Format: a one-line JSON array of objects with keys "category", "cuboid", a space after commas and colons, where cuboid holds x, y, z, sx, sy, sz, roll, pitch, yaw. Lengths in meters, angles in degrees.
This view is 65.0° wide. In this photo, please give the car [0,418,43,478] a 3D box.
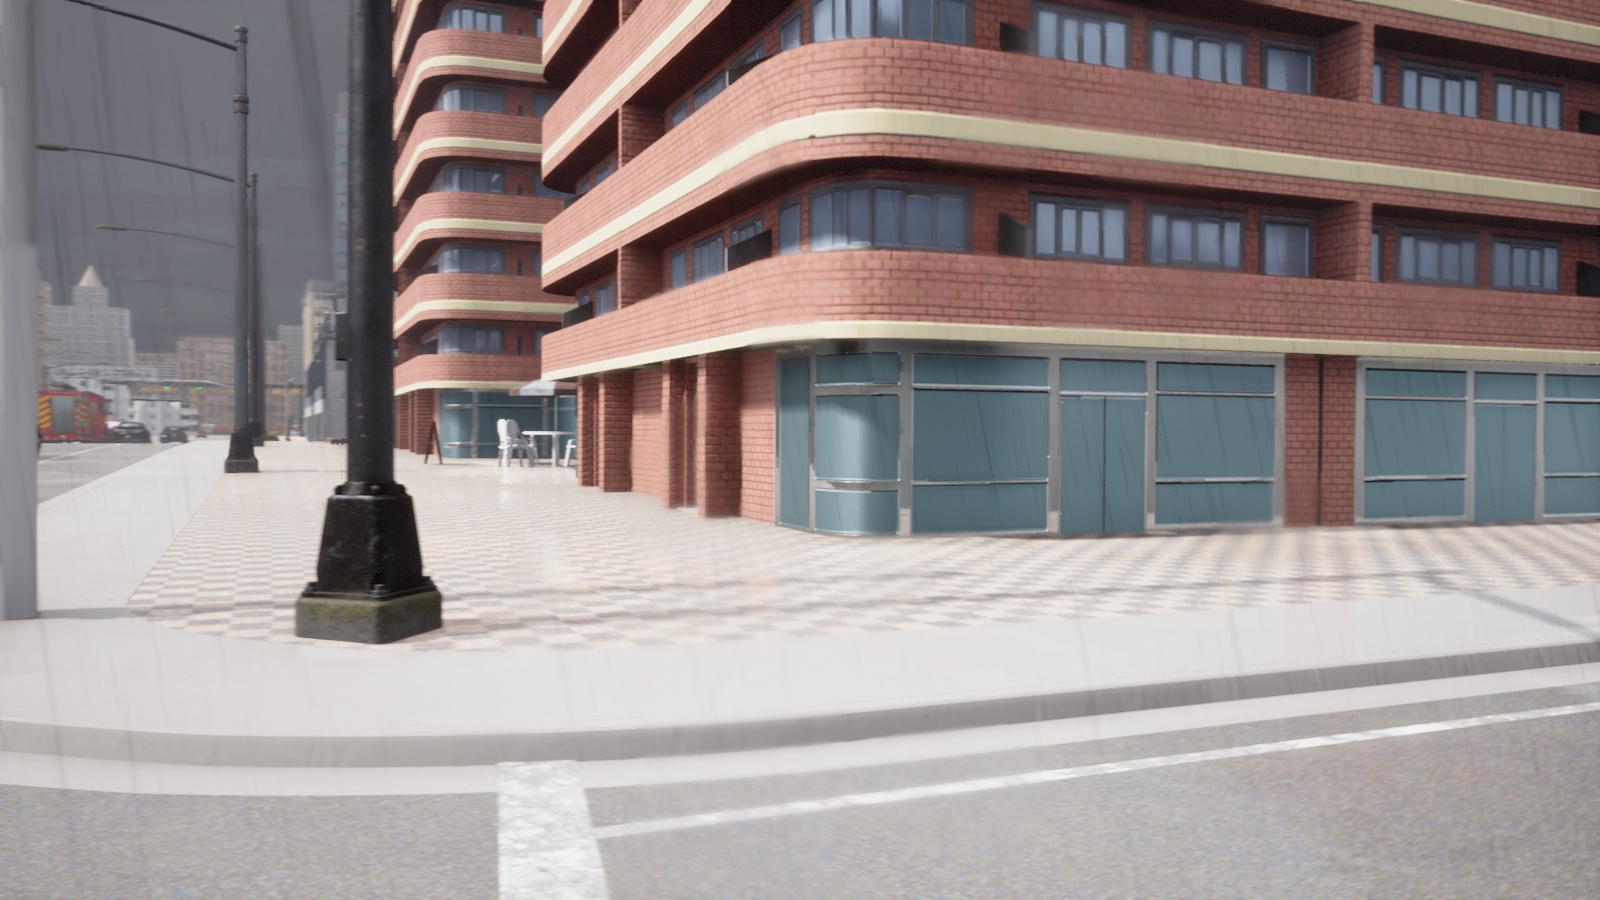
[{"category": "car", "cuboid": [-24.923, -0.094, 38.659, 2.097, 1.767, 4.553, -1, 2, -23]}]

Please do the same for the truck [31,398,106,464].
[{"category": "truck", "cuboid": [-45.651, -1.077, 78.584, 2.891, 3.827, 8.468, -1, 0, -23]}]

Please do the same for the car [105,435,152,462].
[{"category": "car", "cuboid": [-41.284, -0.085, 77.304, 2.128, 1.511, 4.902, -1, -1, -23]}]
